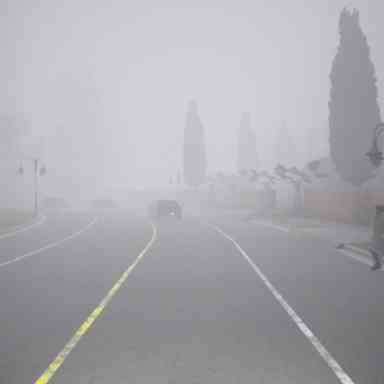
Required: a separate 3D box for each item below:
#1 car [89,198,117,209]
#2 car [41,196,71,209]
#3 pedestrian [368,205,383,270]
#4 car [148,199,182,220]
[{"bbox_3d":[-11.024,1.370,41.114,1.994,1.385,4.181,0,0,-45],"label":"car"},{"bbox_3d":[-17.130,1.338,41.690,4.892,1.490,1.837,0,-1,39],"label":"car"},{"bbox_3d":[5.132,1.222,9.010,0.375,1.860,0.375,0,0,0],"label":"pedestrian"},{"bbox_3d":[-2.230,1.316,26.472,1.837,1.490,4.892,1,0,-19],"label":"car"}]
